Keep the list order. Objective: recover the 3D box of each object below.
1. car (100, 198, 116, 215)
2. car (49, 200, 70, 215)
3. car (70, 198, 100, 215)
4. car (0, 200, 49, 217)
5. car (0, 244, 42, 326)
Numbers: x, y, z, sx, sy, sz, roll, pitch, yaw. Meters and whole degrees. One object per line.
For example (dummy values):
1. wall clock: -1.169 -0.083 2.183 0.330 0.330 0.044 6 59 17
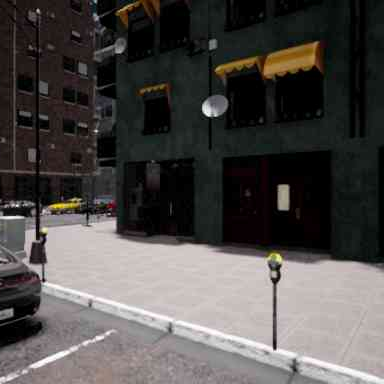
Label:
1. car: -5.234 1.206 28.627 1.812 1.442 4.674 0 1 35
2. car: -10.933 1.223 30.537 1.752 1.417 4.829 1 1 35
3. car: -8.294 1.251 29.809 1.994 1.385 4.181 0 1 35
4. car: -14.029 1.324 26.116 2.008 1.369 4.403 1 1 35
5. car: -4.496 1.544 6.092 4.403 1.369 2.008 0 0 36
